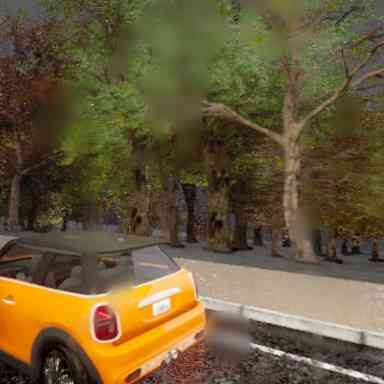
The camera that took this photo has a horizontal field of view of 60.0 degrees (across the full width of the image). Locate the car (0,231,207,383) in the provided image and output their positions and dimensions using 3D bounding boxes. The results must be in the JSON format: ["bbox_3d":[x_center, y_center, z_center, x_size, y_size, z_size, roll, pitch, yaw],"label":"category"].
[{"bbox_3d":[-2.090,1.410,5.174,4.553,1.767,2.097,-1,-1,35],"label":"car"}]
